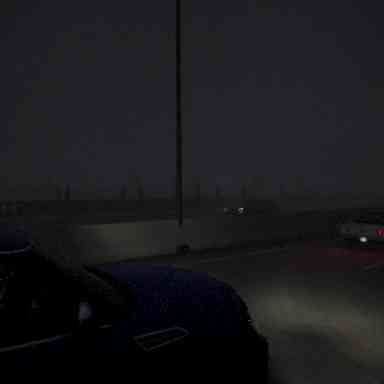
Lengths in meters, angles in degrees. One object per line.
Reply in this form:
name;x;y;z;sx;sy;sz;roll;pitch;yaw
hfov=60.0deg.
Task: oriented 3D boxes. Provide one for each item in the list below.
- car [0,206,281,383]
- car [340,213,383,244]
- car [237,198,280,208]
car;-1.932;1.223;2.369;5.566;2.045;2.150;0;0;-36
car;8.367;1.513;14.016;4.718;1.301;1.895;0;0;-36
car;4.387;1.248;24.313;4.553;1.767;2.097;0;0;-35
